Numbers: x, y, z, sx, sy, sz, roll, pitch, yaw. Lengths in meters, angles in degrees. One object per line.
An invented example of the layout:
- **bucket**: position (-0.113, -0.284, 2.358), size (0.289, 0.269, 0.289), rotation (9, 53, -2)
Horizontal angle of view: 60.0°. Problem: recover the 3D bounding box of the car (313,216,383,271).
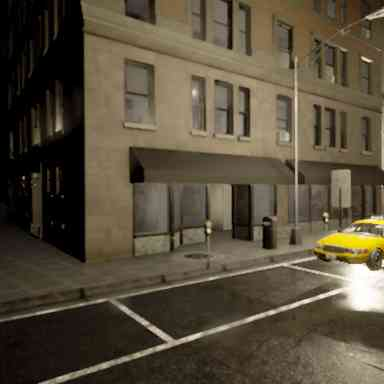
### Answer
- **car**: position (5.850, 1.474, 10.700), size (4.829, 1.417, 1.752), rotation (0, 0, -35)
